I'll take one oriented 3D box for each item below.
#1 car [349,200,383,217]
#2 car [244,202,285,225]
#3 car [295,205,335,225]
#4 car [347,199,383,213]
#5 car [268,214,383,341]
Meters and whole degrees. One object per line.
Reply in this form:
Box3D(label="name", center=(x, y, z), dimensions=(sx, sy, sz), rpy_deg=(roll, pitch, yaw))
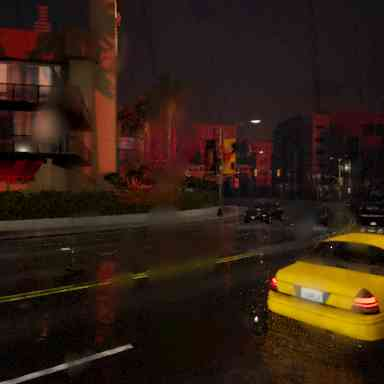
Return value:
Box3D(label="car", center=(10.977, 1.483, 19.750), dimensions=(2.128, 1.511, 4.902), rpy_deg=(0, 0, 33))
Box3D(label="car", center=(5.347, 1.492, 24.209), dimensions=(1.837, 1.490, 4.892), rpy_deg=(1, 0, 31))
Box3D(label="car", center=(8.443, 1.552, 22.596), dimensions=(1.994, 1.385, 4.181), rpy_deg=(0, 0, 31))
Box3D(label="car", center=(16.766, 1.533, 32.886), dimensions=(2.033, 1.411, 5.357), rpy_deg=(0, 0, 14))
Box3D(label="car", center=(3.636, 1.454, 6.495), dimensions=(5.366, 1.575, 1.801), rpy_deg=(0, 0, -42))
